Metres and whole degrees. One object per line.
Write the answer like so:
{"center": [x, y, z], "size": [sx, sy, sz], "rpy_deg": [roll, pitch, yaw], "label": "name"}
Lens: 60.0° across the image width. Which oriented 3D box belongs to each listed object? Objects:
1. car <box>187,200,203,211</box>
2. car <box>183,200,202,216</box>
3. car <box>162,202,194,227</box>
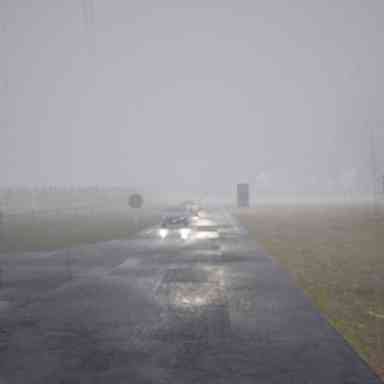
{"center": [0.470, 1.918, 48.970], "size": [2.128, 1.511, 4.902], "rpy_deg": [-1, -1, 4], "label": "car"}
{"center": [-0.355, 1.680, 36.471], "size": [2.097, 1.767, 4.553], "rpy_deg": [-1, 0, 4], "label": "car"}
{"center": [-1.096, 1.742, 25.079], "size": [1.837, 1.490, 4.892], "rpy_deg": [-1, 0, 4], "label": "car"}
